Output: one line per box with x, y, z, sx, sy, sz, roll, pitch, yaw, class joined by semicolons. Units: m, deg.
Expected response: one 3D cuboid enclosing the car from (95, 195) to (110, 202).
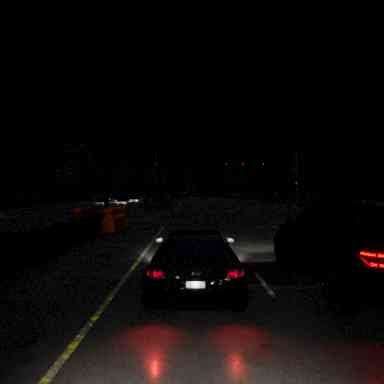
-17.821;1.313;66.754;2.033;1.411;5.357;0;0;0;car

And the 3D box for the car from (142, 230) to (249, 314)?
0.069;1.563;7.723;1.994;1.385;4.181;0;0;0;car

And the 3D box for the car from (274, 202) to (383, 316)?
3.591;1.220;7.652;2.150;2.045;5.566;0;0;-2;car

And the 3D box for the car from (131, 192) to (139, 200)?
-14.478;1.293;83.170;1.895;1.301;4.718;0;0;0;car

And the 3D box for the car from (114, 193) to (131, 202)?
-14.329;1.318;68.320;1.994;1.385;4.181;0;0;0;car

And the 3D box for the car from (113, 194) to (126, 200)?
-17.971;1.239;82.973;2.033;1.411;5.357;0;0;0;car
